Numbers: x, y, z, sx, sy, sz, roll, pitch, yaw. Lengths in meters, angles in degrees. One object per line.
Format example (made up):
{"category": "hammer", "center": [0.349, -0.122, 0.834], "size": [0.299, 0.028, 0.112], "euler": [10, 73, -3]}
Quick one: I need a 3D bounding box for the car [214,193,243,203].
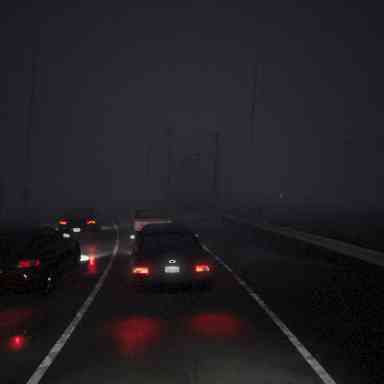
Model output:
{"category": "car", "center": [7.523, 1.221, 68.544], "size": [5.566, 2.045, 2.150], "euler": [0, 0, -20]}

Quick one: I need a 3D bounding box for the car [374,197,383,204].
{"category": "car", "center": [35.371, 1.600, 60.512], "size": [4.718, 1.301, 1.895], "euler": [0, 0, -27]}

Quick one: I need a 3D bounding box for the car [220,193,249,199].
{"category": "car", "center": [7.087, 1.221, 61.026], "size": [5.566, 2.045, 2.150], "euler": [0, 0, -19]}

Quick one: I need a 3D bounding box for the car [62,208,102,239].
{"category": "car", "center": [-5.685, 1.526, 17.104], "size": [1.812, 1.442, 4.674], "euler": [0, 0, -13]}

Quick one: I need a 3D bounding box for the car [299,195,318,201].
{"category": "car", "center": [28.116, 1.552, 80.555], "size": [4.181, 1.385, 1.994], "euler": [0, 0, -26]}

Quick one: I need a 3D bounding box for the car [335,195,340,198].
{"category": "car", "center": [35.197, 1.525, 80.882], "size": [4.902, 1.511, 2.128], "euler": [0, 0, -34]}

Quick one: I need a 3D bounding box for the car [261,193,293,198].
{"category": "car", "center": [16.849, 1.221, 64.503], "size": [5.566, 2.045, 2.150], "euler": [0, 0, -19]}

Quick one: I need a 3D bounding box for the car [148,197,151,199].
{"category": "car", "center": [-6.911, 1.352, 67.119], "size": [4.553, 1.767, 2.097], "euler": [0, 0, -20]}

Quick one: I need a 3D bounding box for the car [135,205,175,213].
{"category": "car", "center": [-2.371, 1.601, 18.437], "size": [1.895, 1.301, 4.718], "euler": [0, 0, -12]}

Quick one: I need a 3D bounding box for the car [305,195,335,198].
{"category": "car", "center": [26.155, 1.478, 67.913], "size": [5.008, 1.535, 1.882], "euler": [0, 0, -22]}

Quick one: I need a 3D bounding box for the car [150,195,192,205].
{"category": "car", "center": [-2.837, 1.507, 46.096], "size": [4.892, 1.490, 1.837], "euler": [-1, 0, -20]}

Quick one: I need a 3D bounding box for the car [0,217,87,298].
{"category": "car", "center": [-4.208, 1.564, 8.494], "size": [1.994, 1.385, 4.181], "euler": [0, 0, -6]}

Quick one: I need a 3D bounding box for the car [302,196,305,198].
{"category": "car", "center": [26.534, 1.540, 75.770], "size": [5.357, 1.411, 2.033], "euler": [0, 0, -22]}

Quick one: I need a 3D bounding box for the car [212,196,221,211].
{"category": "car", "center": [0.703, 1.526, 39.931], "size": [4.674, 1.442, 1.812], "euler": [0, 0, -20]}

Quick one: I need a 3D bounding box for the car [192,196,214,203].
{"category": "car", "center": [2.268, 1.553, 70.362], "size": [4.181, 1.385, 1.994], "euler": [0, 0, -20]}

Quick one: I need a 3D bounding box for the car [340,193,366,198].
{"category": "car", "center": [35.695, 1.225, 72.841], "size": [5.566, 2.045, 2.150], "euler": [0, 0, -30]}

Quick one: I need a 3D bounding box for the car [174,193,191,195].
{"category": "car", "center": [-2.674, 1.352, 57.525], "size": [4.553, 1.767, 2.097], "euler": [0, 0, -20]}

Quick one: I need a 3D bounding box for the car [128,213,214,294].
{"category": "car", "center": [-0.693, 1.547, 8.936], "size": [2.033, 1.411, 5.357], "euler": [0, 0, -7]}

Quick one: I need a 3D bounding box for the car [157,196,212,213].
{"category": "car", "center": [-0.842, 1.479, 35.654], "size": [5.008, 1.535, 1.882], "euler": [0, 0, -20]}

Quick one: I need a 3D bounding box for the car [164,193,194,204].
{"category": "car", "center": [-2.580, 1.221, 64.986], "size": [5.566, 2.045, 2.150], "euler": [0, 0, -20]}
